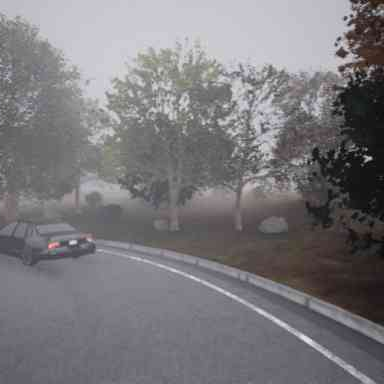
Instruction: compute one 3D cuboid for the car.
[{"bbox_3d":[-5.655,1.655,11.928,5.357,1.411,2.033,-1,0,39],"label":"car"}]
